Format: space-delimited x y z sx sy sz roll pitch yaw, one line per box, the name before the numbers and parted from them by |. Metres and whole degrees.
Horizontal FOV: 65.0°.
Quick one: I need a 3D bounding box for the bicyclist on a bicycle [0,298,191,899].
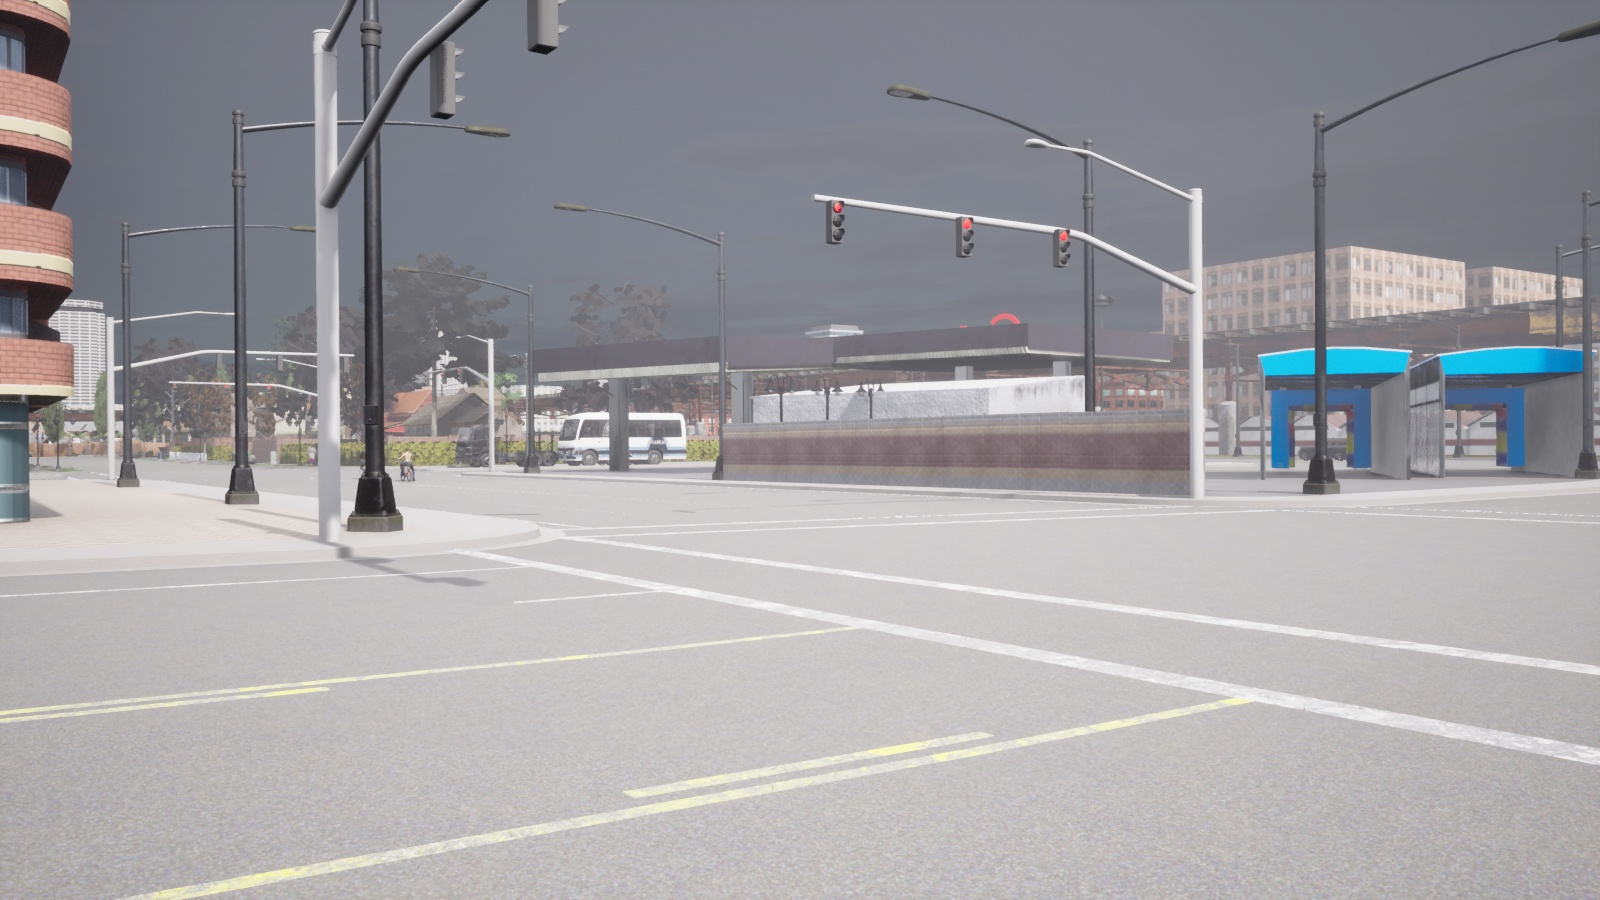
bicyclist on a bicycle | -2.100 0.623 2.117 1.843 1.776 0.659 0 0 -36
